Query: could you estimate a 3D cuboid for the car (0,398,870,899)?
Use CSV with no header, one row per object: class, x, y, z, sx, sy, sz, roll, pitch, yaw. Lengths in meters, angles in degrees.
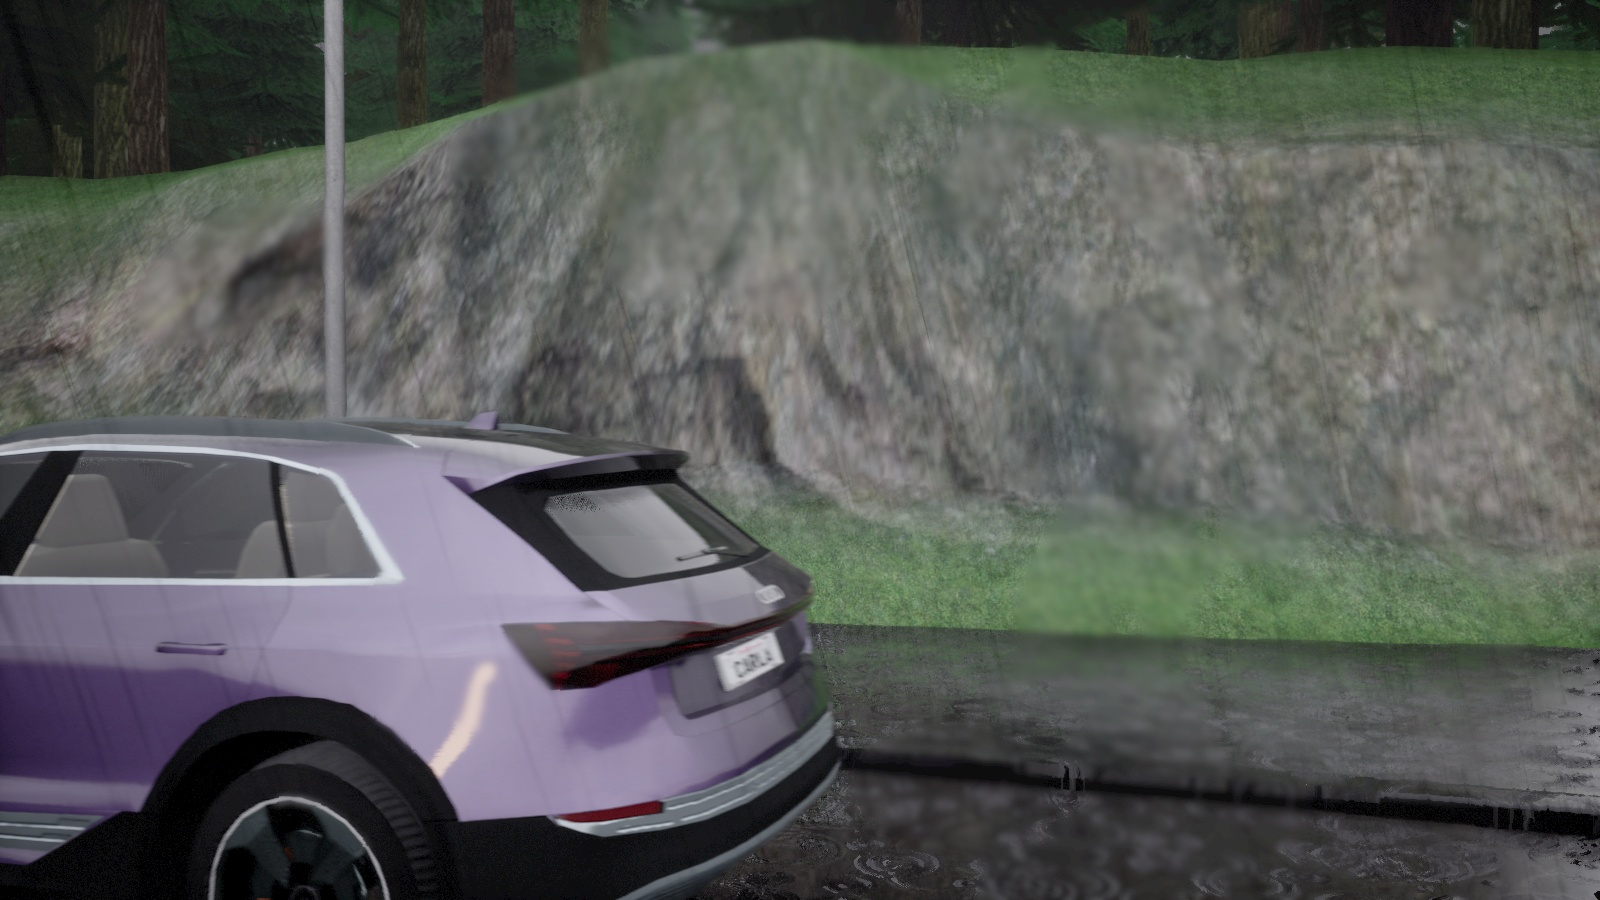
car,-2.365,0.675,4.515,4.856,1.649,2.033,1,1,19
